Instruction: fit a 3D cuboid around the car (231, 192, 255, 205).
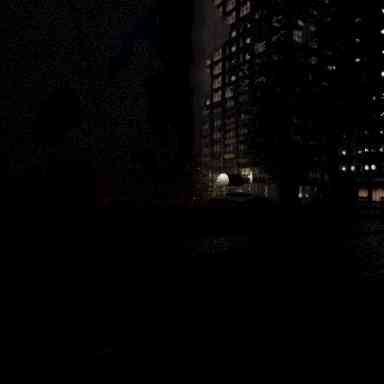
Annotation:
[{"bbox_3d":[7.975,1.072,49.283,2.150,2.045,5.566,1,0,-34],"label":"car"}]
